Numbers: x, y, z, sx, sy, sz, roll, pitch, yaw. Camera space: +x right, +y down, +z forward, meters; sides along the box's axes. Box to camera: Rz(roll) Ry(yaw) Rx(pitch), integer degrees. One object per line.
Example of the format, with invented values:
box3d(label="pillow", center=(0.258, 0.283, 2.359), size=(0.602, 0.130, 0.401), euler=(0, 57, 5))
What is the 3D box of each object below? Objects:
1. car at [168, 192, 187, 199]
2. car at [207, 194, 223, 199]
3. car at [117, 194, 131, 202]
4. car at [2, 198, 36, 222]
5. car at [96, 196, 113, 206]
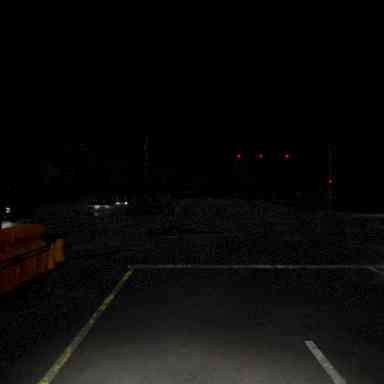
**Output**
box3d(label="car", center=(-4.208, 0.974, 95.218), size=(2.150, 2.045, 5.566), euler=(0, 0, -22))
box3d(label="car", center=(6.962, 1.297, 94.656), size=(2.033, 1.411, 5.357), euler=(0, 0, -18))
box3d(label="car", center=(-13.949, 1.185, 68.020), size=(2.097, 1.767, 4.553), euler=(0, 0, 0))
box3d(label="car", center=(-14.080, 1.304, 25.857), size=(2.097, 1.767, 4.553), euler=(0, 0, 0))
box3d(label="car", center=(-14.049, 1.380, 53.437), size=(1.837, 1.490, 4.892), euler=(0, 0, 0))
